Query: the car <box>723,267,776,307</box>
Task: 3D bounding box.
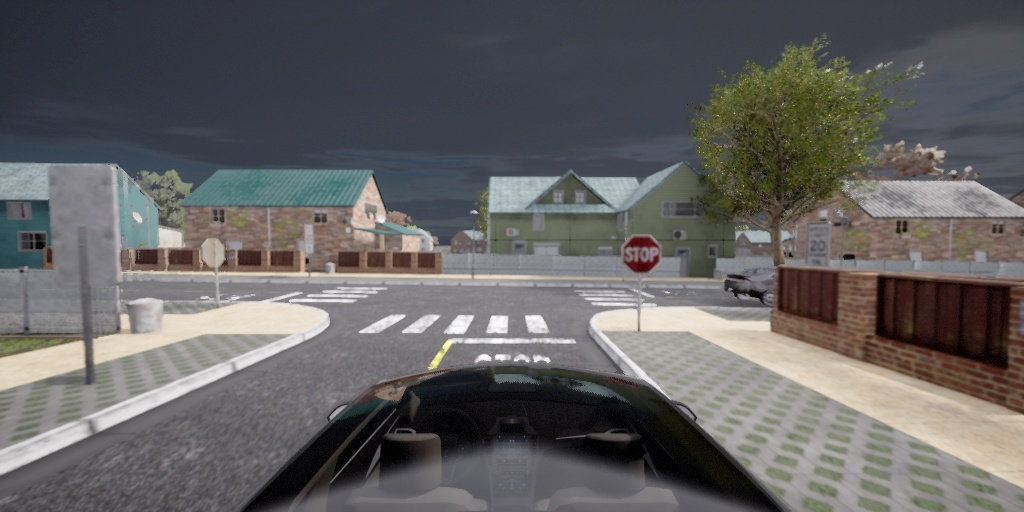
[{"bbox_3d":[11.304,1.197,14.612,4.902,1.511,2.128,1,3,-1],"label":"car"}]
